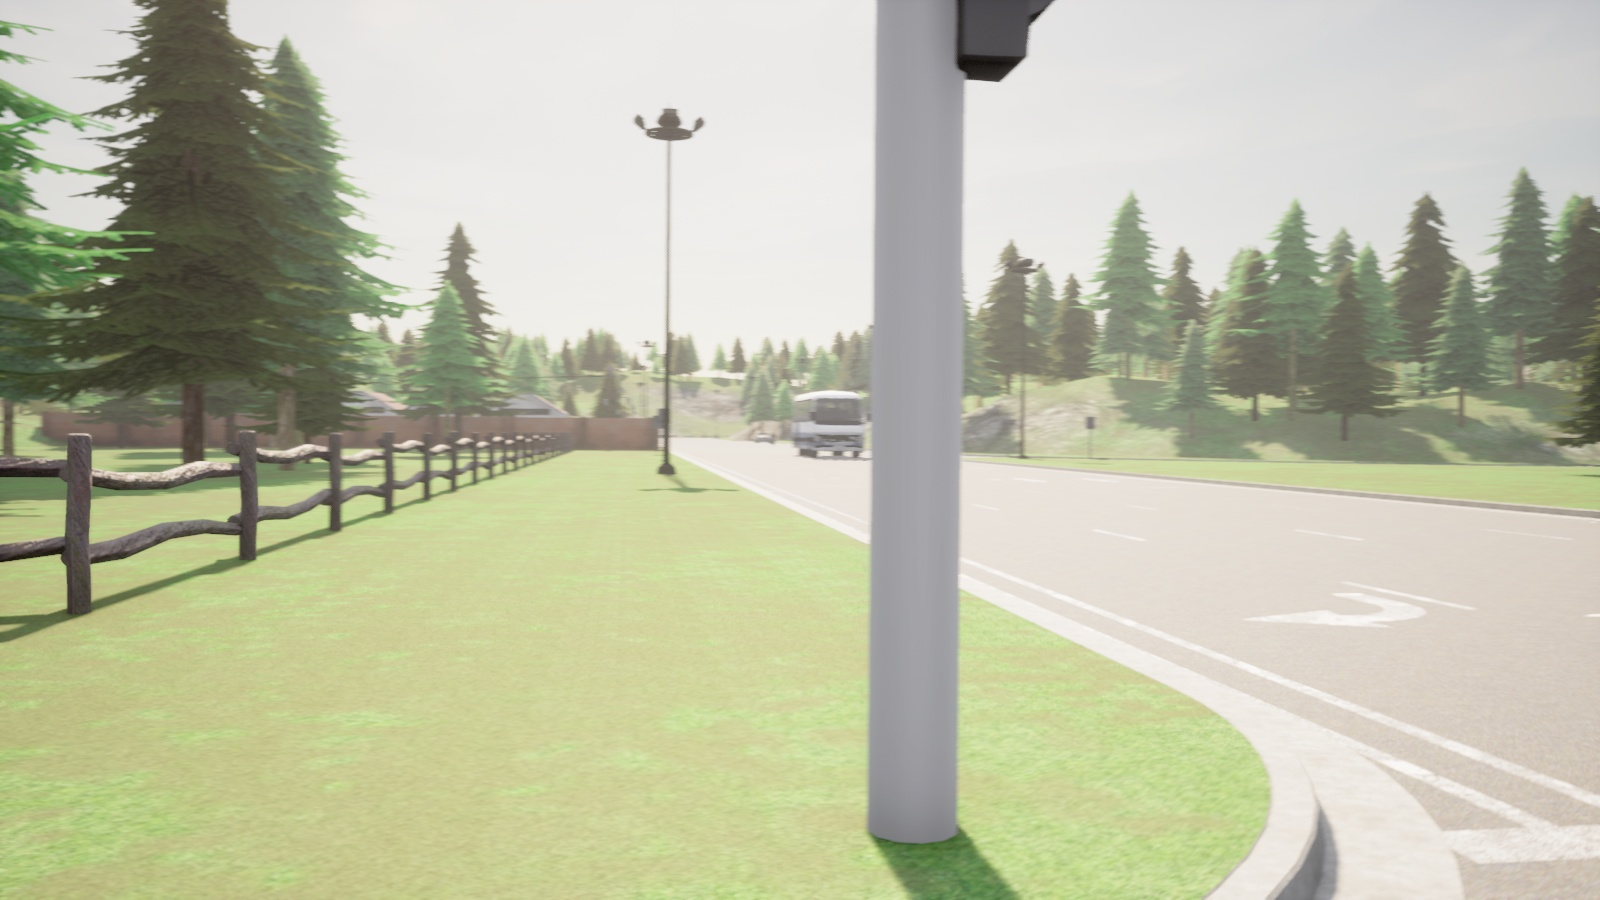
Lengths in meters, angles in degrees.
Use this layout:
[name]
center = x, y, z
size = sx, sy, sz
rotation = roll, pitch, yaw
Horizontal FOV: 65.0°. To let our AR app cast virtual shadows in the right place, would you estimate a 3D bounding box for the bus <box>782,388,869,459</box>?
[bus]
center = 1.490, -1.687, 81.001
size = 3.944, 4.253, 10.273
rotation = -1, 1, -8
